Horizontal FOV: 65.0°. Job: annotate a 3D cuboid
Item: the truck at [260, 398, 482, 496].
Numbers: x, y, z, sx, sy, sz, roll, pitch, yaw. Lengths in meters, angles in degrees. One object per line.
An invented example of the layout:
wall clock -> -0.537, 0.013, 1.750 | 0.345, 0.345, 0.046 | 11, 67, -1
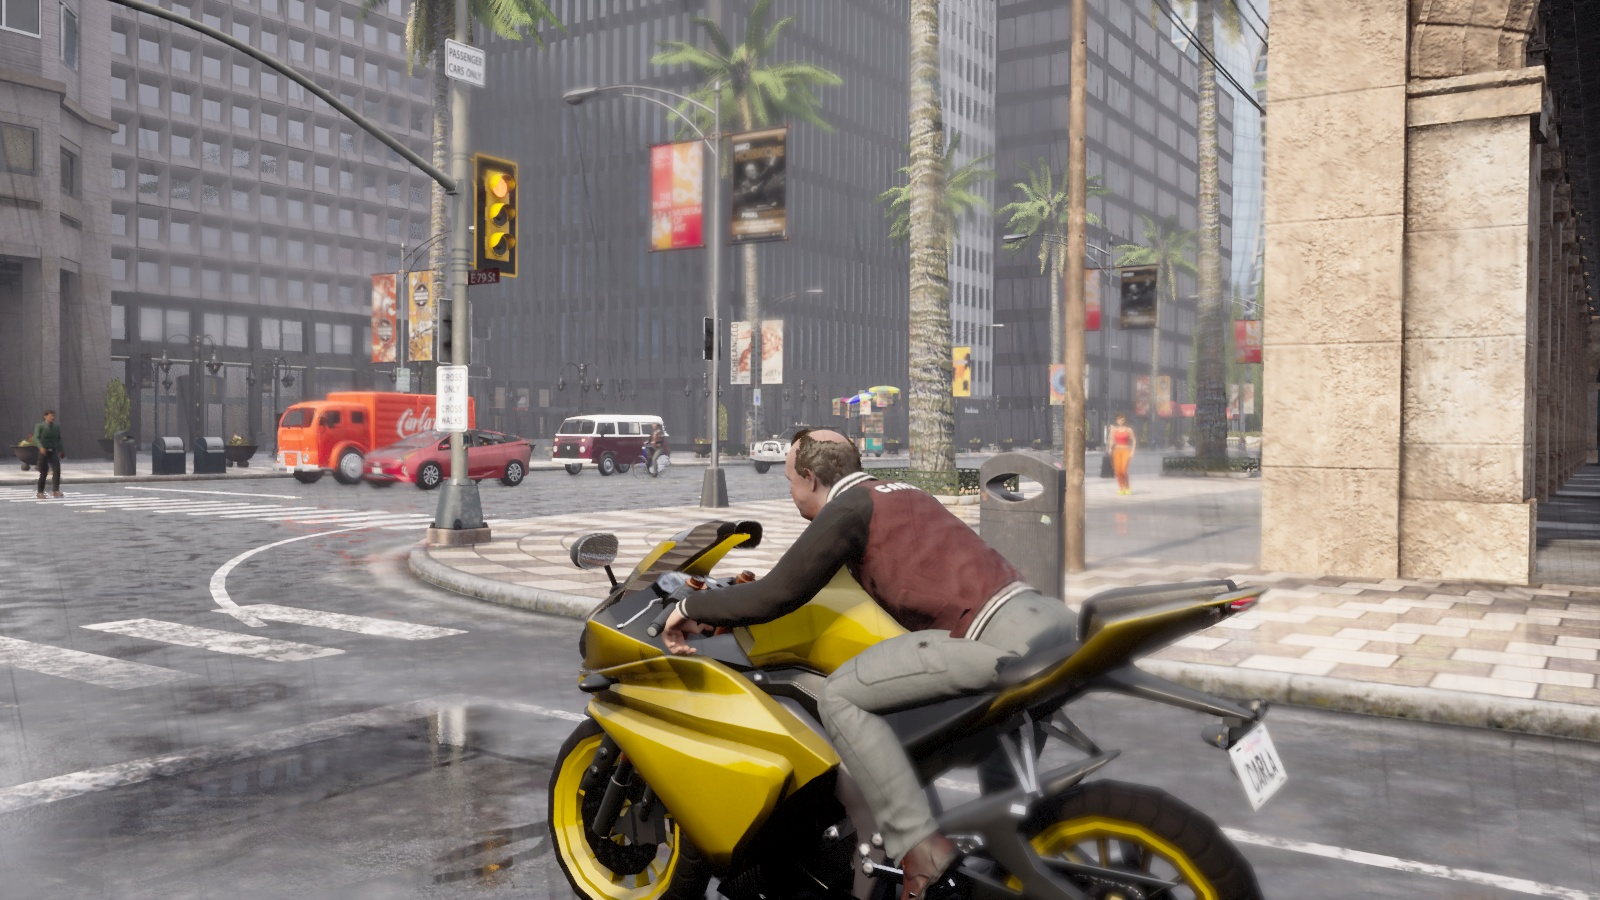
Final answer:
truck -> -11.689, -0.122, 34.589 | 2.627, 2.467, 5.204 | 0, 1, 35

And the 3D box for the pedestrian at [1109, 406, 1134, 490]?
pedestrian -> 7.135, -0.057, 27.843 | 0.345, 1.836, 0.594 | 0, 1, 33

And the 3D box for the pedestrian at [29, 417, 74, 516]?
pedestrian -> -14.961, 0.331, 25.105 | 0.788, 1.949, 0.423 | 0, 1, 33

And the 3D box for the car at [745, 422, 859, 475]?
car -> 0.139, -0.084, 46.171 | 1.932, 1.855, 4.605 | 0, 1, 33

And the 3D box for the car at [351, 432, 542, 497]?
car -> -8.995, 0.318, 32.343 | 2.007, 1.525, 4.514 | 0, 1, 33

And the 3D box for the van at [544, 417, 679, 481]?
van -> -6.340, -0.071, 42.710 | 2.069, 2.038, 4.480 | 0, 1, 33

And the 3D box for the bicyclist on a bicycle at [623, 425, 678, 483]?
bicyclist on a bicycle -> -4.626, 0.112, 38.954 | 0.659, 1.776, 1.843 | 0, 1, 33

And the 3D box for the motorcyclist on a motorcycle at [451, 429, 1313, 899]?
motorcyclist on a motorcycle -> 0.146, 0.718, 3.421 | 2.191, 1.530, 0.866 | 0, 1, 33
